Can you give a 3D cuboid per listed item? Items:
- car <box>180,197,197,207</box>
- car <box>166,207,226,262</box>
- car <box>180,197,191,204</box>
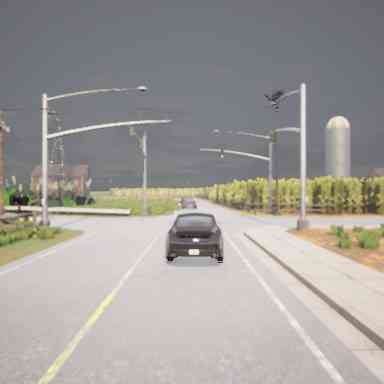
[{"bbox_3d":[-0.344,1.562,43.513,1.812,1.442,4.674,0,0,-3],"label":"car"},{"bbox_3d":[0.160,1.505,12.118,1.837,1.490,4.892,0,0,2],"label":"car"},{"bbox_3d":[-1.229,1.601,63.384,1.994,1.385,4.181,0,0,-3],"label":"car"}]
